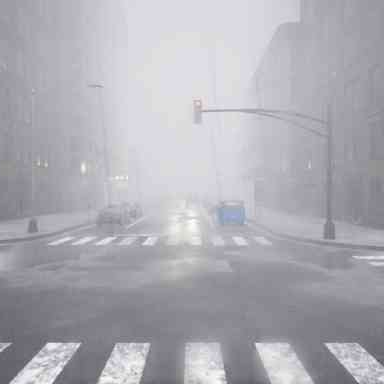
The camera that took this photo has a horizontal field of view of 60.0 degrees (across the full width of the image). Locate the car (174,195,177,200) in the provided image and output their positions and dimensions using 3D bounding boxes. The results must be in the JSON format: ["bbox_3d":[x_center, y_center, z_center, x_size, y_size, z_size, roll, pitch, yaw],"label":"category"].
[{"bbox_3d":[-5.389,1.409,79.973,1.967,1.590,4.097,0,0,0],"label":"car"}]

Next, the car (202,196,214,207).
[{"bbox_3d":[2.637,1.576,45.889,1.802,1.307,4.206,0,0,0],"label":"car"}]

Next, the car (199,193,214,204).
[{"bbox_3d":[2.637,1.305,51.571,2.192,1.841,5.009,0,0,0],"label":"car"}]

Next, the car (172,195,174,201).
[{"bbox_3d":[-5.389,1.292,68.610,2.192,1.841,5.009,0,0,0],"label":"car"}]

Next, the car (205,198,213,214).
[{"bbox_3d":[2.637,1.580,34.526,1.802,1.307,4.206,0,0,0],"label":"car"}]

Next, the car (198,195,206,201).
[{"bbox_3d":[2.636,1.530,85.658,1.947,1.339,4.313,0,0,0],"label":"car"}]

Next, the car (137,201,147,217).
[{"bbox_3d":[-5.389,1.543,28.837,1.887,1.381,4.507,0,0,0],"label":"car"}]

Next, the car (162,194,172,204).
[{"bbox_3d":[-5.389,1.547,62.928,1.947,1.339,4.313,0,0,0],"label":"car"}]

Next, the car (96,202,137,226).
[{"bbox_3d":[-5.389,1.549,23.155,2.008,1.369,4.403,0,0,0],"label":"car"}]

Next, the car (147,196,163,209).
[{"bbox_3d":[-5.389,1.519,45.713,1.752,1.417,4.829,0,0,0],"label":"car"}]

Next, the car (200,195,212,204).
[{"bbox_3d":[2.636,1.422,62.933,1.967,1.590,4.097,0,0,0],"label":"car"}]

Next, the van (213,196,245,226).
[{"bbox_3d":[2.636,1.340,23.164,1.690,1.788,3.998,0,0,0],"label":"van"}]

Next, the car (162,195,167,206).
[{"bbox_3d":[-5.388,1.556,51.565,1.947,1.339,4.313,0,0,0],"label":"car"}]

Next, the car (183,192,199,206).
[{"bbox_3d":[0.102,1.208,55.099,2.150,2.045,5.566,0,0,0],"label":"car"}]

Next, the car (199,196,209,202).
[{"bbox_3d":[2.636,1.524,74.295,2.008,1.369,4.403,0,0,0],"label":"car"}]
